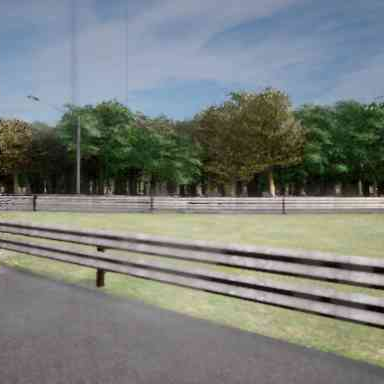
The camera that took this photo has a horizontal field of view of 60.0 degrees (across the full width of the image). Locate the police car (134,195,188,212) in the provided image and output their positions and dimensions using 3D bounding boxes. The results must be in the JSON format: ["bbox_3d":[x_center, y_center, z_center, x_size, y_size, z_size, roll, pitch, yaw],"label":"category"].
[{"bbox_3d":[-2.822,1.063,30.733,4.974,1.542,2.038,0,-1,8],"label":"police car"}]
